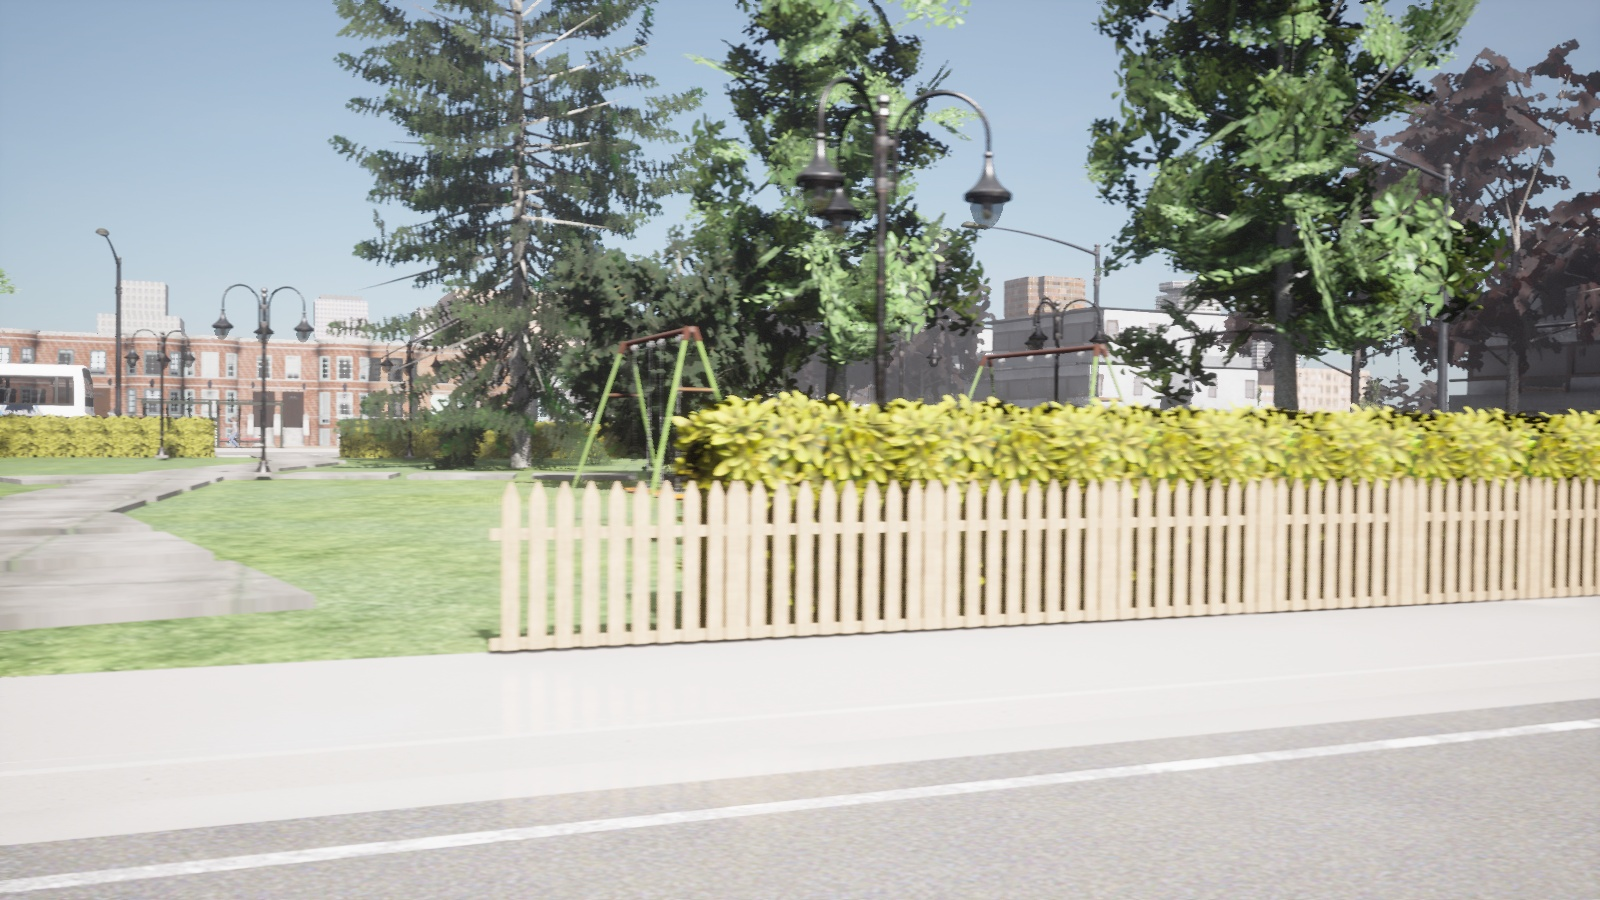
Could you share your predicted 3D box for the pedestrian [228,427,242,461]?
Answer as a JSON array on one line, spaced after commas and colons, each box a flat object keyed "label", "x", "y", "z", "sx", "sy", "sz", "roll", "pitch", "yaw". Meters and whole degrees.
[{"label": "pedestrian", "x": -31.409, "y": -0.335, "z": 69.813, "sx": 0.706, "sy": 1.836, "sz": 0.354, "roll": -1, "pitch": 1, "yaw": -24}]

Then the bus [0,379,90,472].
[{"label": "bus", "x": -39.254, "y": -1.105, "z": 58.444, "sx": 10.273, "sy": 4.253, "sz": 3.944, "roll": -1, "pitch": 1, "yaw": -22}]
